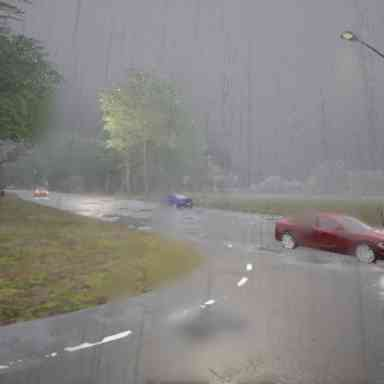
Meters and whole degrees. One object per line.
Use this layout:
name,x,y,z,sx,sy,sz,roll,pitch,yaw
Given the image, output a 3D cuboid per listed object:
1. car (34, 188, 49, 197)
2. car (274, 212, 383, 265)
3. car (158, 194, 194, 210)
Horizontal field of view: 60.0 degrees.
car,-26.620,0.006,58.832,2.097,1.767,4.553,0,2,-30
car,5.411,1.568,12.577,1.882,1.535,5.008,0,1,-35
car,-1.763,0.955,34.803,1.882,1.535,5.008,-1,2,-35
